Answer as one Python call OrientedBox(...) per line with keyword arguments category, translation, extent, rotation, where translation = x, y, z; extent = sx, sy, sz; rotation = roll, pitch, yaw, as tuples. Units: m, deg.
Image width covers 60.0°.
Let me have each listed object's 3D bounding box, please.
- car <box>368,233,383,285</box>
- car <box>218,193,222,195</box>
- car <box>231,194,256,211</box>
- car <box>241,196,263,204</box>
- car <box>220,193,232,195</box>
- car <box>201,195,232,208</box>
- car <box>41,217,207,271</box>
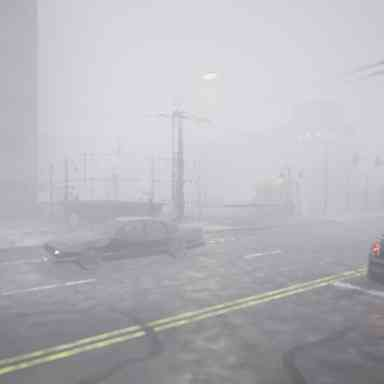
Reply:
OrientedBox(category="car", translation=(6.441, 1.372, 8.346), extent=(4.553, 1.767, 2.097), rotation=(0, 0, -35))
OrientedBox(category="car", translation=(6.420, 1.326, 70.482), extent=(5.566, 2.045, 2.435), rotation=(0, 0, -36))
OrientedBox(category="car", translation=(7.515, 1.317, 40.554), extent=(4.553, 1.767, 2.185), rotation=(0, 0, -36))
OrientedBox(category="car", translation=(11.523, 1.550, 63.615), extent=(3.806, 1.475, 1.970), rotation=(0, 0, -36))
OrientedBox(category="car", translation=(8.618, 1.496, 67.760), extent=(4.786, 1.482, 2.161), rotation=(0, 0, -36))
OrientedBox(category="car", translation=(3.040, 1.468, 46.694), extent=(4.193, 1.474, 1.816), rotation=(0, 0, -36))
OrientedBox(category="car", translation=(-2.040, 1.557, 11.136), extent=(5.357, 1.411, 2.033), rotation=(0, 0, -36))
